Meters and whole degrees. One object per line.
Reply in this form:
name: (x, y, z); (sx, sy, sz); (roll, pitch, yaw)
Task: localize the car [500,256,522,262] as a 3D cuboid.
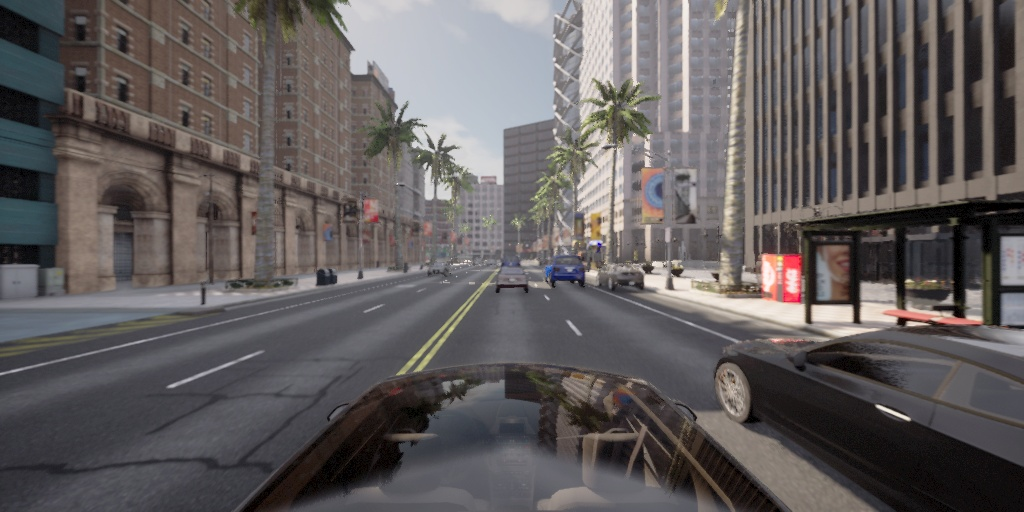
car: (-0.110, 0.972, 39.532); (2.150, 2.045, 5.566); (0, 0, 0)

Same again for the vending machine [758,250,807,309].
vending machine: (10.825, 0.913, 14.403); (1.100, 2.100, 0.880); (0, 0, 0)

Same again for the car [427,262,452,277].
car: (-7.281, 1.337, 36.403); (1.994, 1.385, 4.181); (0, 0, 0)

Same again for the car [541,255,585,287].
car: (3.479, 0.961, 24.318); (2.150, 2.045, 5.566); (0, 0, 0)

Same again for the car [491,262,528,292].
car: (-0.002, 1.297, 21.256); (2.033, 1.411, 5.357); (0, 0, 0)

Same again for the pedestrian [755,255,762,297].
pedestrian: (10.794, 0.859, 15.454); (0.375, 1.860, 0.375); (0, 0, 0)

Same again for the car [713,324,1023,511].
car: (3.525, 1.265, 2.765); (1.812, 1.442, 4.674); (0, 0, 1)
